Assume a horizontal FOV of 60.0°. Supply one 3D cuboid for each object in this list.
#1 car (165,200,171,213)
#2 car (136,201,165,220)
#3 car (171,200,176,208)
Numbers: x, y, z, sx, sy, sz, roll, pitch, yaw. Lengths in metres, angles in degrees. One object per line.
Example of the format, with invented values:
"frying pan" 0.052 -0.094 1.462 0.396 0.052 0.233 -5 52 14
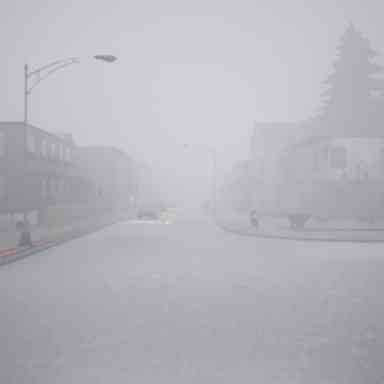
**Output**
"car" -4.092 1.914 42.967 1.837 1.490 4.892 0 1 0
"car" -4.091 1.857 32.186 2.033 1.411 5.357 0 -1 0
"car" -4.009 2.203 61.301 1.895 1.301 4.718 0 -1 0
